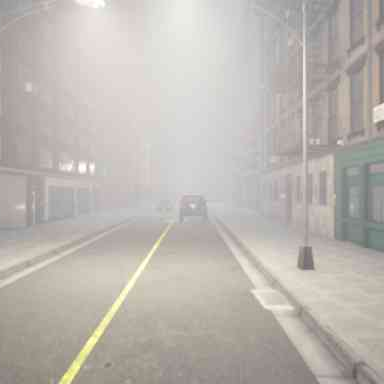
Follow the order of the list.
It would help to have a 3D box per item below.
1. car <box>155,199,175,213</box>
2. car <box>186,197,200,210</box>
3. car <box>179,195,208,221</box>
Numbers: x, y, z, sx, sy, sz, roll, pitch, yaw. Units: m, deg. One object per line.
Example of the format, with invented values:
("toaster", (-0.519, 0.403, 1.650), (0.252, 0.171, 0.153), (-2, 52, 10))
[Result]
("car", (-2.997, 1.586, 38.022), (1.837, 1.490, 4.892), (0, 0, 0))
("car", (0.104, 1.501, 45.383), (1.882, 1.535, 5.008), (0, 0, 0))
("car", (0.104, 1.233, 27.181), (2.150, 2.045, 5.566), (0, -1, 0))
